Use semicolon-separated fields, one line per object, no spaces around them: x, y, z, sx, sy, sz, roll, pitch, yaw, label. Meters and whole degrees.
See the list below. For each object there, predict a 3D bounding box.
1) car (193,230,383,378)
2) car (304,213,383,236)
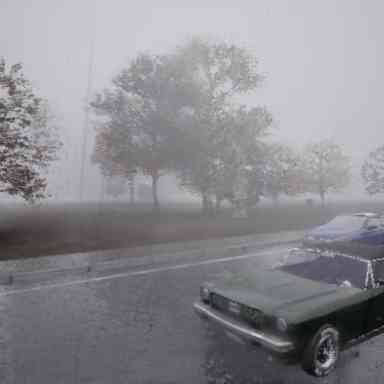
2.371;1.599;5.624;4.718;1.301;1.895;0;0;-35;car
6.138;1.522;12.439;4.674;1.442;1.812;0;0;-34;car
